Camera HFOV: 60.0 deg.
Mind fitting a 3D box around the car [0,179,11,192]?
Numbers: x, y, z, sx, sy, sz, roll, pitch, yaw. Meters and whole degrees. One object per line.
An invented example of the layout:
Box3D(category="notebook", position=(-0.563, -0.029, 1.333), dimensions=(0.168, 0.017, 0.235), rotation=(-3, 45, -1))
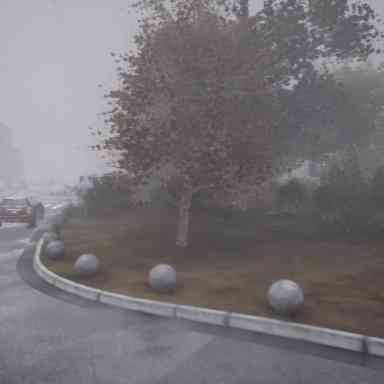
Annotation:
Box3D(category="car", position=(-30.444, -0.854, 50.461), dimensions=(2.435, 2.045, 5.566), rotation=(-1, 4, -7))

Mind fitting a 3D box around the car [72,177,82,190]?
Box3D(category="car", position=(-14.966, -0.758, 47.629), dimensions=(2.150, 2.045, 5.566), rotation=(-1, 4, -7))

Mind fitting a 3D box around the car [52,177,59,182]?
Box3D(category="car", position=(-33.716, -2.544, 77.839), dimensions=(2.435, 2.045, 5.566), rotation=(-1, 4, -7))

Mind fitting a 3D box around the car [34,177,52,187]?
Box3D(category="car", position=(-33.063, -1.956, 72.414), dimensions=(2.231, 1.521, 4.892), rotation=(-1, 4, -7))

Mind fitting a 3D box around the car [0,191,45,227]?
Box3D(category="car", position=(-10.553, 1.032, 20.675), dimensions=(2.097, 1.767, 4.553), rotation=(-1, 3, -16))

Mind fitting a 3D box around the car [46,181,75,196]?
Box3D(category="car", position=(-18.170, -0.334, 46.184), dimensions=(1.812, 1.442, 4.674), rotation=(-1, 4, -7))

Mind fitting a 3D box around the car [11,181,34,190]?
Box3D(category="car", position=(-31.755, -1.249, 61.426), dimensions=(2.163, 1.488, 4.792), rotation=(-1, 4, -7))

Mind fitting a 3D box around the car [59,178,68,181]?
Box3D(category="car", position=(-34.884, -2.867, 87.185), dimensions=(2.231, 1.521, 4.892), rotation=(-1, 4, -6))

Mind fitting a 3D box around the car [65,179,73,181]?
Box3D(category="car", position=(-19.314, -0.984, 56.125), dimensions=(2.128, 1.511, 4.902), rotation=(-1, 4, -6))
